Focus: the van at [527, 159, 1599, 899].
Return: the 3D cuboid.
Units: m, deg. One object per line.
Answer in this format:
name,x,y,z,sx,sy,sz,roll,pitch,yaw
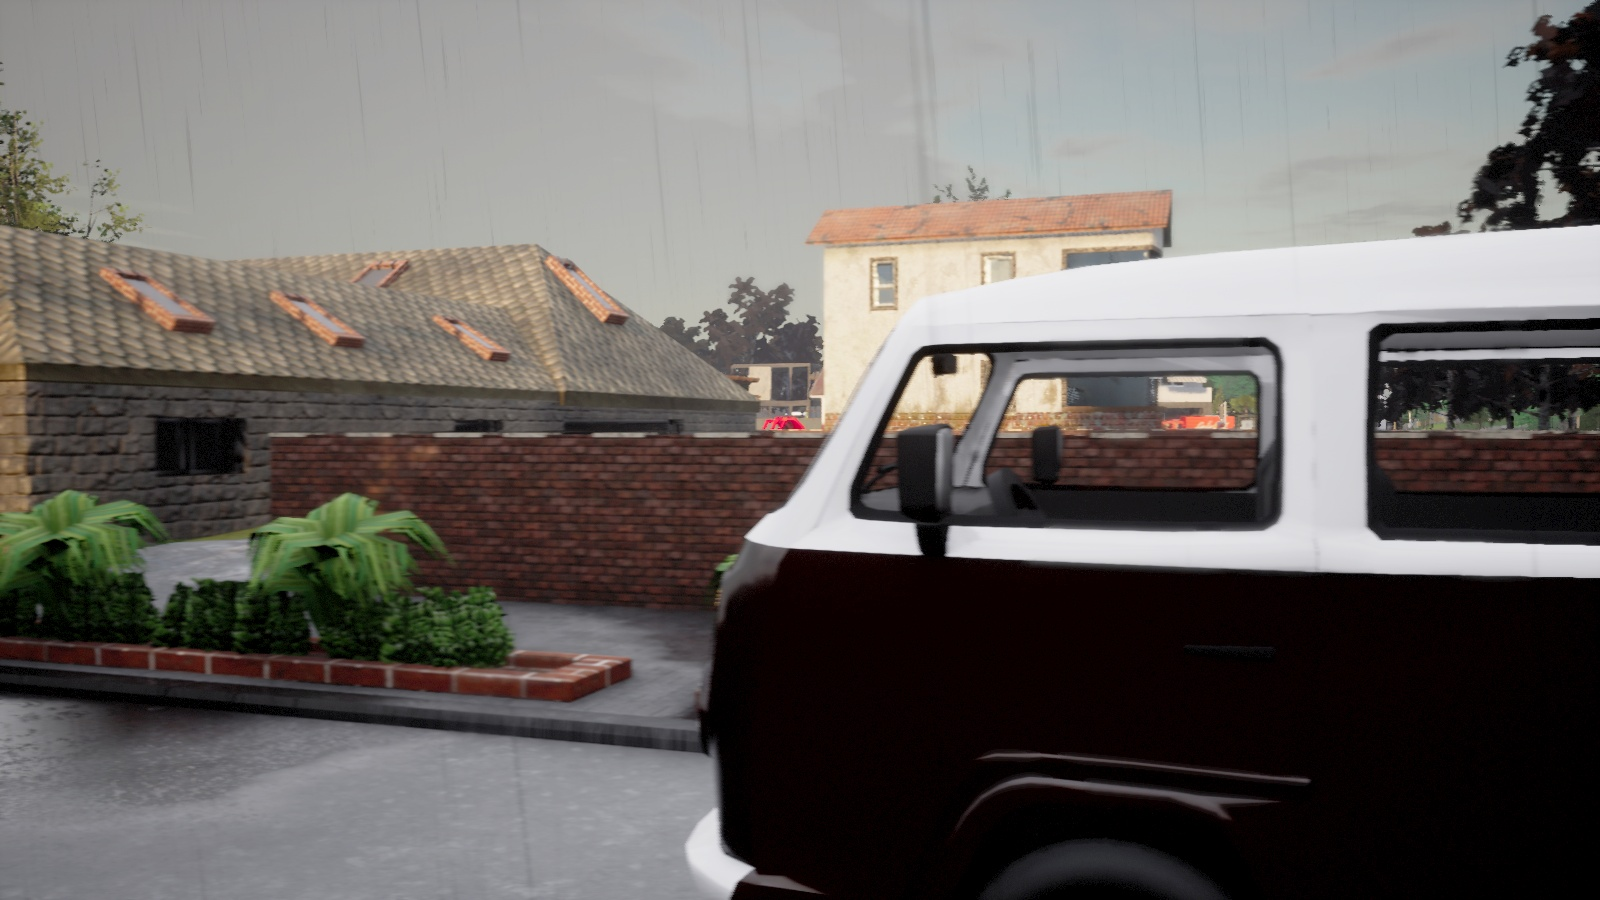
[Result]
van,1.839,0.508,3.098,4.480,2.038,2.069,1,1,19
